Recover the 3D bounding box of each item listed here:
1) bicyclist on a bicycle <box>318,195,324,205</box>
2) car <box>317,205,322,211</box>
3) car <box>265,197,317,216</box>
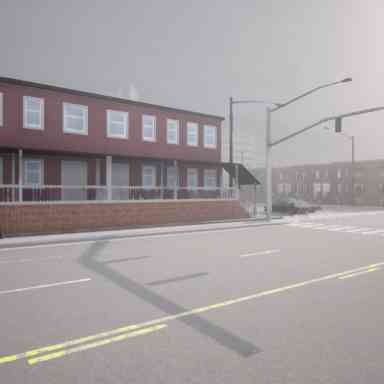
[{"bbox_3d":[20.340,1.278,52.365,1.656,1.620,0.582,0,0,-36],"label":"bicyclist on a bicycle"},{"bbox_3d":[11.436,1.525,36.499,2.033,1.411,5.357,0,0,-36],"label":"car"},{"bbox_3d":[9.480,1.329,32.922,2.097,1.767,4.553,0,0,-33],"label":"car"}]
